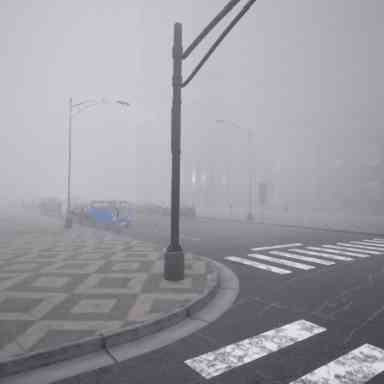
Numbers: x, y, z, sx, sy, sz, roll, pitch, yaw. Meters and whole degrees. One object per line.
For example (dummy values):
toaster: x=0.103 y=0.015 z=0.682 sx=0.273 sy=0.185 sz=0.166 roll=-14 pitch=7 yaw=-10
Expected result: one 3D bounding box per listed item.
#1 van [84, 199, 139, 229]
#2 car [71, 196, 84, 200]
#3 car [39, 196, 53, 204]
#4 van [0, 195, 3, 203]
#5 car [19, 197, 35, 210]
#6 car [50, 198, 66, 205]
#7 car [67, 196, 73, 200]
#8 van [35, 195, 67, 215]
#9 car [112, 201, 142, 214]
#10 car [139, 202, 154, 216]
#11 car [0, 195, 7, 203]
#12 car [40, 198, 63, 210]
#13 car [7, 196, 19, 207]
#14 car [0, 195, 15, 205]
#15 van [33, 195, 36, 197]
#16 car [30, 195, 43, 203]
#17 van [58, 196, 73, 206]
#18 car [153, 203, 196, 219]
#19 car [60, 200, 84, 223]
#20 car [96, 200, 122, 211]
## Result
van: x=-5.232 y=1.335 z=21.261 sx=1.690 sy=1.788 sz=3.998 roll=1 pitch=-1 yaw=-35
car: x=-17.379 y=1.815 z=53.249 sx=1.887 sy=1.381 sz=4.507 roll=1 pitch=-1 yaw=-35
car: x=-33.331 y=1.818 z=75.806 sx=1.967 sy=1.590 sz=4.097 roll=1 pitch=-1 yaw=-35
van: x=-46.683 y=1.612 z=79.917 sx=1.690 sy=1.788 sz=3.998 roll=1 pitch=-1 yaw=-35
car: x=-21.177 y=1.680 z=43.819 sx=1.802 sy=1.307 sz=4.206 roll=1 pitch=-1 yaw=-35
car: x=-26.951 y=1.885 z=66.783 sx=2.008 sy=1.369 sz=4.403 roll=1 pitch=-1 yaw=-35
car: x=-20.568 y=1.607 z=57.763 sx=2.192 sy=1.841 sz=5.009 roll=1 pitch=-1 yaw=-35
van: x=-14.797 y=1.397 z=34.797 sx=1.690 sy=1.788 sz=3.998 roll=1 pitch=-1 yaw=-35
car: x=-7.808 y=1.751 z=39.715 sx=1.887 sy=1.381 sz=4.507 roll=1 pitch=-1 yaw=-35
car: x=-4.617 y=1.730 z=35.204 sx=1.887 sy=1.381 sz=4.507 roll=1 pitch=-1 yaw=-35
car: x=-43.493 y=1.564 z=75.405 sx=2.192 sy=1.841 sz=5.009 roll=1 pitch=-1 yaw=-35
car: x=-19.687 y=1.658 z=46.520 sx=1.837 sy=1.490 sz=4.892 roll=1 pitch=-1 yaw=-35
car: x=-27.553 y=1.692 z=52.843 sx=2.008 sy=1.369 sz=4.403 roll=1 pitch=-1 yaw=-35
car: x=-37.021 y=1.730 z=66.240 sx=1.752 sy=1.417 sz=4.829 roll=1 pitch=-1 yaw=-35
van: x=-36.520 y=1.740 z=80.318 sx=1.690 sy=1.788 sz=3.998 roll=1 pitch=-1 yaw=-35
car: x=-39.711 y=1.736 z=84.830 sx=2.192 sy=1.841 sz=5.009 roll=1 pitch=-1 yaw=-35
van: x=-23.758 y=1.654 z=62.274 sx=1.690 sy=1.788 sz=3.998 roll=1 pitch=-1 yaw=-35
car: x=-1.427 y=1.710 z=30.693 sx=1.887 sy=1.381 sz=4.507 roll=1 pitch=-1 yaw=-35
car: x=-8.422 y=1.559 z=25.771 sx=1.887 sy=1.381 sz=4.507 roll=1 pitch=-1 yaw=-35
car: x=-11.096 y=1.754 z=44.366 sx=1.752 sy=1.417 sz=4.829 roll=1 pitch=-1 yaw=-35
